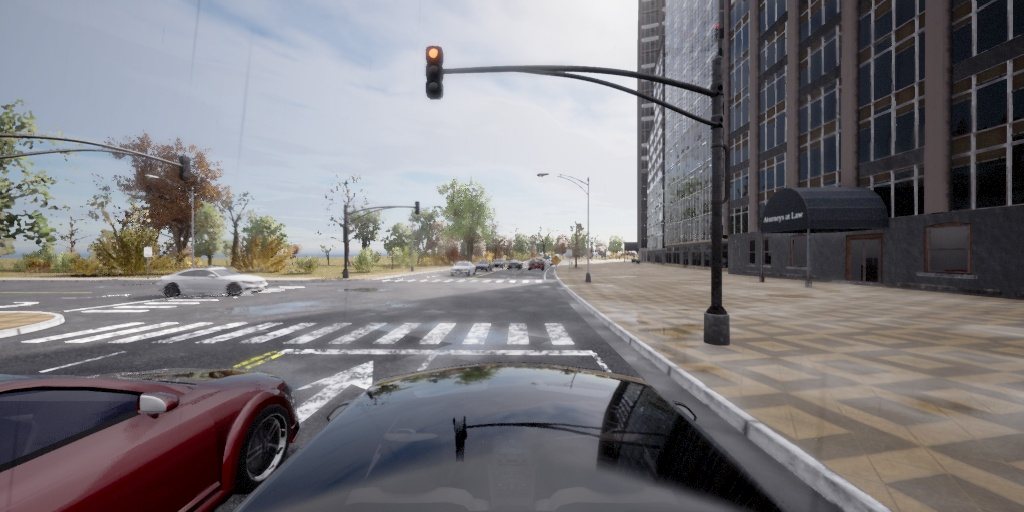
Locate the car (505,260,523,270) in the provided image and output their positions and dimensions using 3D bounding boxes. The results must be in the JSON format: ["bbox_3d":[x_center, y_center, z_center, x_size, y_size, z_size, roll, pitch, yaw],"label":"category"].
[{"bbox_3d":[0.570,1.278,52.903,1.812,1.442,4.674,0,0,8],"label":"car"}]

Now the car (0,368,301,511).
[{"bbox_3d":[-3.108,1.314,1.880,1.994,1.385,4.181,0,0,0],"label":"car"}]

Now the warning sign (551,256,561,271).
[{"bbox_3d":[5.412,0.868,44.026,1.300,1.860,1.060,0,0,7],"label":"warning sign"}]

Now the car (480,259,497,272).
[{"bbox_3d":[-3.713,1.296,46.960,2.033,1.411,5.357,0,0,6],"label":"car"}]

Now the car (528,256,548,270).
[{"bbox_3d":[3.659,1.106,51.483,2.097,1.767,4.553,0,0,8],"label":"car"}]

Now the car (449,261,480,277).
[{"bbox_3d":[-4.867,1.273,36.367,1.812,1.442,4.674,0,0,6],"label":"car"}]

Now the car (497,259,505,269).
[{"bbox_3d":[-2.056,1.255,58.540,1.837,1.490,4.892,0,0,9],"label":"car"}]

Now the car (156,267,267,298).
[{"bbox_3d":[-15.226,1.299,18.303,4.674,1.442,1.812,0,0,-4],"label":"car"}]
